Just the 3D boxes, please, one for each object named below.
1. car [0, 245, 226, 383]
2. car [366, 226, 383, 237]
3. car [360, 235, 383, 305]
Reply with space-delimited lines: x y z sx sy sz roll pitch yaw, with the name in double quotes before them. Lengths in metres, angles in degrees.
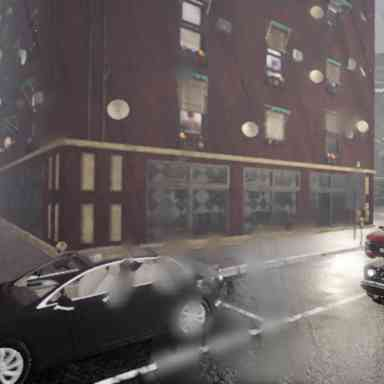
"car" -1.466 1.554 5.001 4.403 1.369 2.008 0 1 -35
"car" 7.767 1.573 11.587 4.507 1.381 1.887 0 1 -35
"car" 5.555 1.620 6.945 4.718 1.301 1.895 0 0 -35
